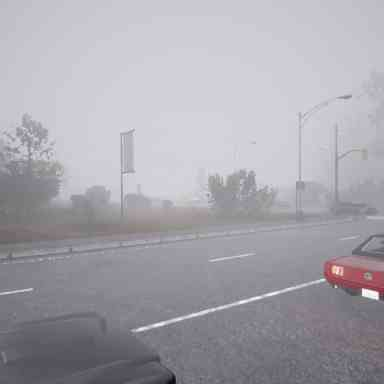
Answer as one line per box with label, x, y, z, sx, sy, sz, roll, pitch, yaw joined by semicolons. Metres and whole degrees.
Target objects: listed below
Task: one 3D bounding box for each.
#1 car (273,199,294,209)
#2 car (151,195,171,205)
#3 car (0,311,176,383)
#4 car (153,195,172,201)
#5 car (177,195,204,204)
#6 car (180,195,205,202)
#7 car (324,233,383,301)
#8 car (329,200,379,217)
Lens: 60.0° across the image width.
car;10.281;1.375;41.538;1.895;1.301;4.718;-1;0;-39
car;-5.810;1.414;55.994;1.895;1.301;4.718;-1;0;-38
car;-2.376;1.601;2.041;4.718;1.301;1.895;0;0;-36
car;-6.684;1.328;74.005;1.895;1.301;4.718;-1;0;-38
car;-0.522;1.260;54.983;1.882;1.535;5.008;-1;0;-39
car;0.046;1.275;65.737;2.033;1.411;5.357;-1;0;-38
car;5.072;1.570;7.378;4.718;1.301;1.895;0;0;-36
car;14.109;1.372;29.208;1.994;1.385;4.181;0;0;-19
